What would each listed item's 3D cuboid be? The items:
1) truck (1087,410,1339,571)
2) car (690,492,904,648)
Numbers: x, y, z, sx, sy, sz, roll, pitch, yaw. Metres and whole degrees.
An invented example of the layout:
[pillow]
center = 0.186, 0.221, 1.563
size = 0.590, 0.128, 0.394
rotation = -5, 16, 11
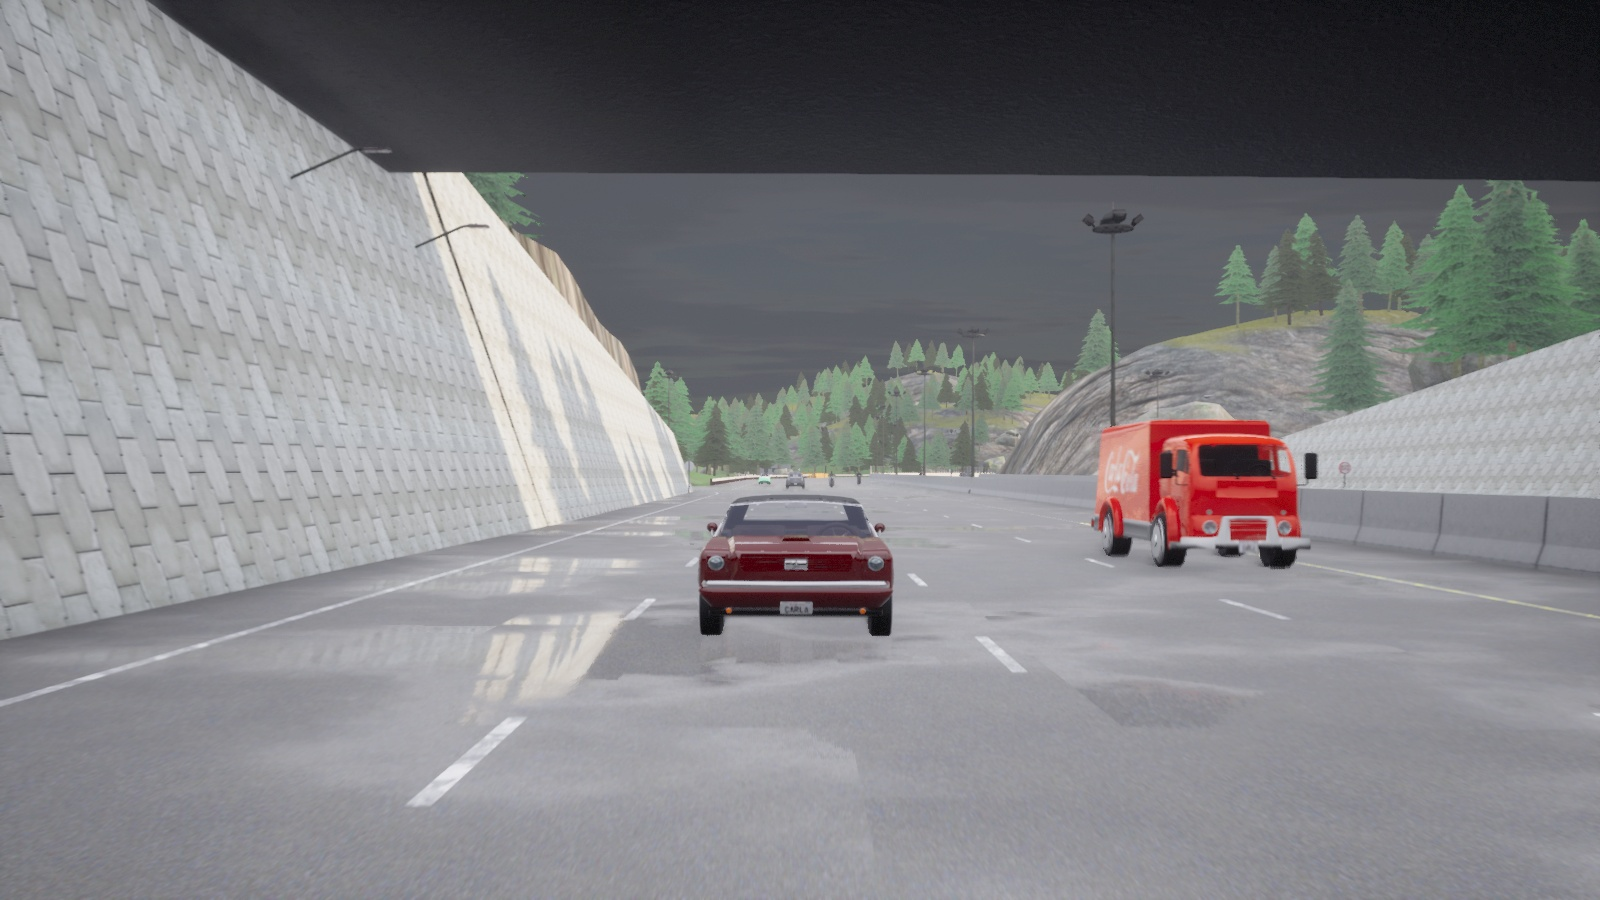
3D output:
[truck]
center = 6.934, 0.666, 21.872
size = 2.627, 2.467, 5.204
rotation = 0, -1, 0
[car]
center = -0.035, 1.142, 13.533
size = 1.895, 1.301, 4.718
rotation = 0, -1, 0
